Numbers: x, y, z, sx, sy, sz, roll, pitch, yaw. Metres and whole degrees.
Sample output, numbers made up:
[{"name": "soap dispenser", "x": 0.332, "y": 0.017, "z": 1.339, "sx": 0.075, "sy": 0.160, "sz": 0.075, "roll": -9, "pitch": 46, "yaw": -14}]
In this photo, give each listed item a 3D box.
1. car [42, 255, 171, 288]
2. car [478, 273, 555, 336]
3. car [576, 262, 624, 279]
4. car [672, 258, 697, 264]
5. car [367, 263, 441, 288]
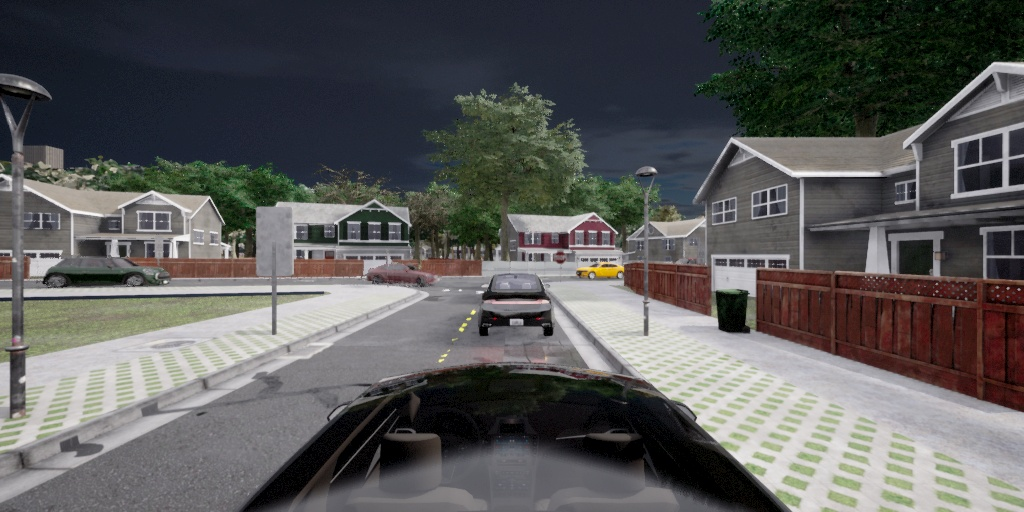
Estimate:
[{"name": "car", "x": -21.635, "y": 0.844, "z": 19.436, "sx": 4.553, "sy": 1.767, "sz": 2.097, "roll": 1, "pitch": 0, "yaw": -20}, {"name": "car", "x": 0.105, "y": 1.240, "z": 10.306, "sx": 2.128, "sy": 1.511, "sz": 4.902, "roll": 0, "pitch": 0, "yaw": 0}, {"name": "car", "x": 8.349, "y": 1.334, "z": 33.458, "sx": 5.008, "sy": 1.535, "sz": 1.882, "roll": 1, "pitch": 0, "yaw": -21}, {"name": "car", "x": 18.101, "y": 1.185, "z": 37.015, "sx": 5.566, "sy": 2.045, "sz": 2.150, "roll": 1, "pitch": 0, "yaw": -20}, {"name": "car", "x": -6.923, "y": 1.210, "z": 23.004, "sx": 4.674, "sy": 1.442, "sz": 1.812, "roll": 1, "pitch": -1, "yaw": 9}]
